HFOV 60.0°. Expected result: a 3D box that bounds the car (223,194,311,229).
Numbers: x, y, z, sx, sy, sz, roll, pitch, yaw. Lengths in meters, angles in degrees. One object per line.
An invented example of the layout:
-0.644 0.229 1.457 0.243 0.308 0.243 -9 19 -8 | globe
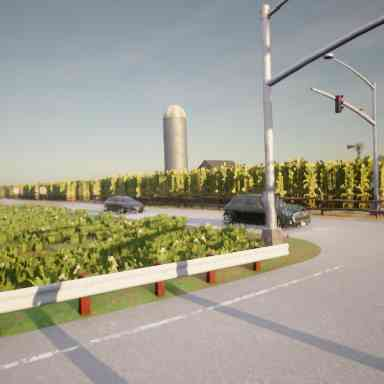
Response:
3.747 0.913 17.252 2.097 1.767 4.553 -3 2 -40 | car

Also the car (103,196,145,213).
-5.962 1.122 28.707 1.837 1.490 4.892 -3 2 -40 | car
